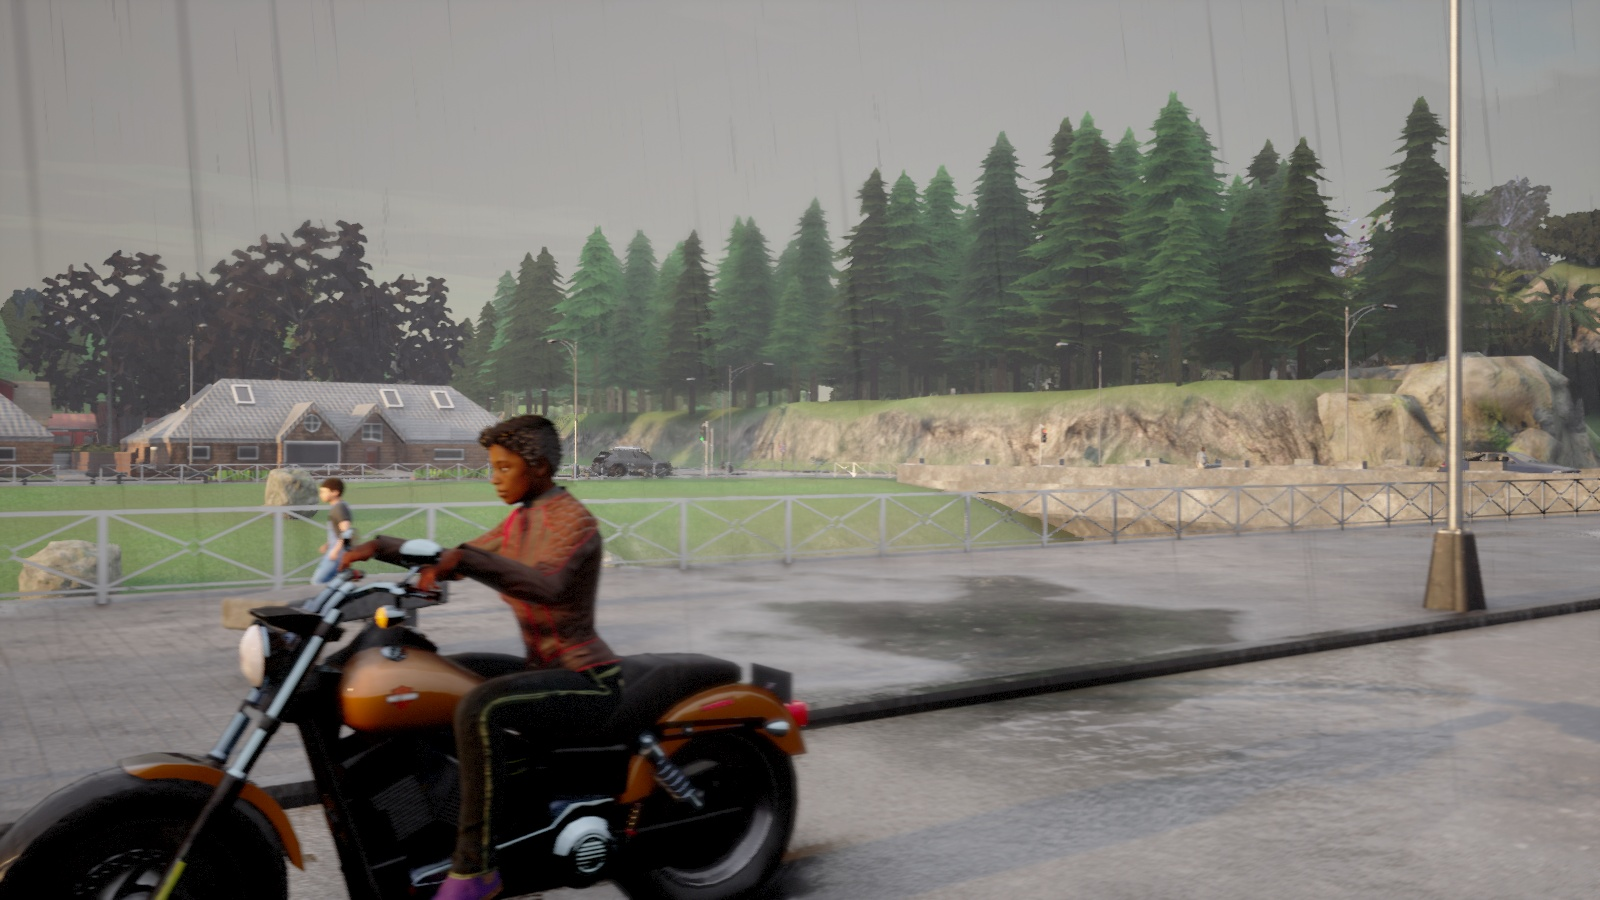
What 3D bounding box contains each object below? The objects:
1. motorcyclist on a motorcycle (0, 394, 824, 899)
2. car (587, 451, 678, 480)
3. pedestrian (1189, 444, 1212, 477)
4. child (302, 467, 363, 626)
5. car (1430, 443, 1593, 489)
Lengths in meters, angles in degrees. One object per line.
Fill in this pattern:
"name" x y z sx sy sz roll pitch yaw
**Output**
"motorcyclist on a motorcycle" -1.111 0.706 3.494 2.350 1.649 0.766 0 0 -35
"car" -9.665 0.873 72.655 4.856 1.649 2.033 0 0 -35
"pedestrian" 22.221 0.578 69.673 0.874 1.855 0.900 0 0 -34
"child" -3.783 0.768 10.169 0.437 1.263 0.270 0 0 -14
"car" 27.367 0.584 48.466 2.152 1.651 5.027 0 0 -35
